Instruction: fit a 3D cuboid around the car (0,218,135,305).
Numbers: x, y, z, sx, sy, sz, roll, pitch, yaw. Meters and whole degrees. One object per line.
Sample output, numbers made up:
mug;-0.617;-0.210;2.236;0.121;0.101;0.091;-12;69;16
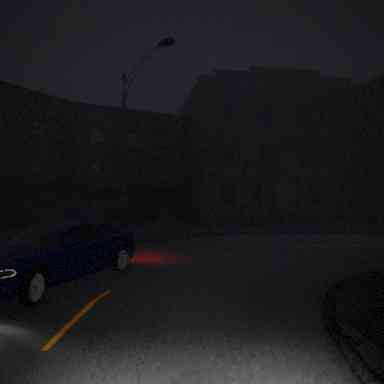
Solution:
car;-3.361;1.477;8.464;1.882;1.535;5.008;0;0;22
